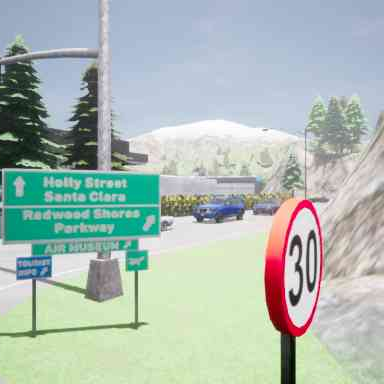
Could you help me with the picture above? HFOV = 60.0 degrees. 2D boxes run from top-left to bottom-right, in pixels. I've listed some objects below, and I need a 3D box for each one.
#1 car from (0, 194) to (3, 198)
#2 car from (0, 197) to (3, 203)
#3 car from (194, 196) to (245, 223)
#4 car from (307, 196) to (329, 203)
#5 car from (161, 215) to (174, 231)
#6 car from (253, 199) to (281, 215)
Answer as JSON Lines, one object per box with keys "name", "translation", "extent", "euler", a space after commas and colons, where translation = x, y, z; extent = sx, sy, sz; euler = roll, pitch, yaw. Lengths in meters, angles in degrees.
{"name": "car", "translation": [-38.725, 1.490, 69.883], "extent": [4.514, 1.523, 2.007], "euler": [0, 0, 35]}
{"name": "car", "translation": [-12.410, 1.505, 26.008], "extent": [1.905, 1.878, 3.866], "euler": [0, 0, 35]}
{"name": "car", "translation": [2.431, 1.413, 27.877], "extent": [2.150, 2.045, 5.566], "euler": [0, 0, 36]}
{"name": "car", "translation": [28.319, 1.717, 74.690], "extent": [2.128, 1.511, 4.902], "euler": [0, 0, -42]}
{"name": "car", "translation": [-3.253, 1.792, 20.021], "extent": [1.895, 1.301, 4.718], "euler": [0, 0, 36]}
{"name": "car", "translation": [8.345, 1.544, 36.034], "extent": [2.097, 1.767, 4.553], "euler": [0, 0, 36]}
